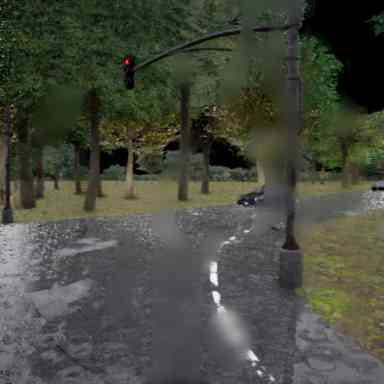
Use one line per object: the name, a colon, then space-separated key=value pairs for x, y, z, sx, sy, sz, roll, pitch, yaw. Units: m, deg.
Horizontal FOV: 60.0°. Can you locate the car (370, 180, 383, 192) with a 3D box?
car: x=24.204 y=-0.767 z=41.687 sx=5.357 sy=1.411 sz=2.033 roll=-3 pitch=3 yaw=-43

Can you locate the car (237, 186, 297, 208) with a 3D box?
car: x=5.546 y=0.270 z=23.985 sx=5.357 sy=1.411 sz=2.033 roll=-3 pitch=3 yaw=-44
